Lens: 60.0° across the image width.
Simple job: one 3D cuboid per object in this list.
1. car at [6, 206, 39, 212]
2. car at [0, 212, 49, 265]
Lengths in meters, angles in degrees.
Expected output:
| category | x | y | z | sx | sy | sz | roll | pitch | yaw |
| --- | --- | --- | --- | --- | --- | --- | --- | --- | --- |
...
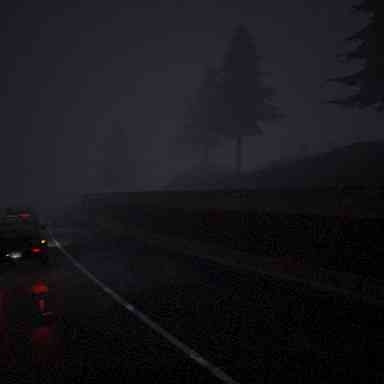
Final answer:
| category | x | y | z | sx | sy | sz | roll | pitch | yaw |
| --- | --- | --- | --- | --- | --- | --- | --- | --- | --- |
| car | -11.848 | 1.727 | 23.189 | 2.128 | 1.511 | 4.902 | 0 | 0 | -23 |
| car | -6.107 | 1.643 | 11.549 | 1.812 | 1.442 | 4.674 | 0 | 0 | -28 |
